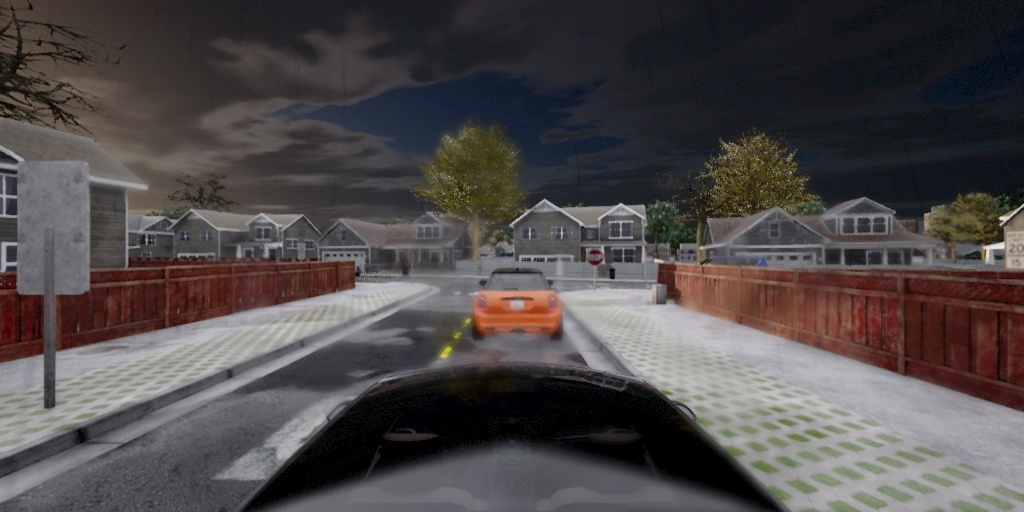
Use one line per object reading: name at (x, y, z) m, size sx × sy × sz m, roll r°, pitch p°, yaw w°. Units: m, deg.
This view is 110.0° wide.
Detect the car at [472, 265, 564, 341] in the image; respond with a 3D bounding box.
car at (0.132, 1.089, 10.016) m, size 2.097 × 1.767 × 4.553 m, roll 0°, pitch 0°, yaw 0°

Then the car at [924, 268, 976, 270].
car at (23.201, 1.362, 19.481) m, size 4.892 × 1.490 × 1.837 m, roll 0°, pitch 0°, yaw 20°

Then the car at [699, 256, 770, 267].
car at (13.276, 1.021, 22.902) m, size 5.566 × 2.045 × 2.150 m, roll 0°, pitch 0°, yaw 18°

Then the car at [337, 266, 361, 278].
car at (-15.249, 1.200, 30.837) m, size 4.181 × 1.385 × 1.994 m, roll 0°, pitch 0°, yaw 13°
